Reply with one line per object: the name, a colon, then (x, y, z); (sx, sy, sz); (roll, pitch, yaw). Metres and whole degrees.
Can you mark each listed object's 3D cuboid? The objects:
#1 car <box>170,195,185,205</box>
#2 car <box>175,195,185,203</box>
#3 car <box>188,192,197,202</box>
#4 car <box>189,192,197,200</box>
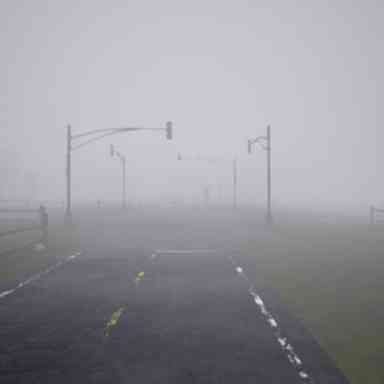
car: (-2.682, 1.554, 57.207); (1.994, 1.385, 4.181); (0, 0, 1)
car: (-2.567, 1.473, 72.302); (1.882, 1.535, 5.008); (0, 0, 0)
car: (0.210, 1.468, 78.302); (1.882, 1.535, 5.008); (0, 0, 0)
car: (0.257, 1.063, 88.755); (2.150, 2.045, 5.566); (0, 0, 0)
